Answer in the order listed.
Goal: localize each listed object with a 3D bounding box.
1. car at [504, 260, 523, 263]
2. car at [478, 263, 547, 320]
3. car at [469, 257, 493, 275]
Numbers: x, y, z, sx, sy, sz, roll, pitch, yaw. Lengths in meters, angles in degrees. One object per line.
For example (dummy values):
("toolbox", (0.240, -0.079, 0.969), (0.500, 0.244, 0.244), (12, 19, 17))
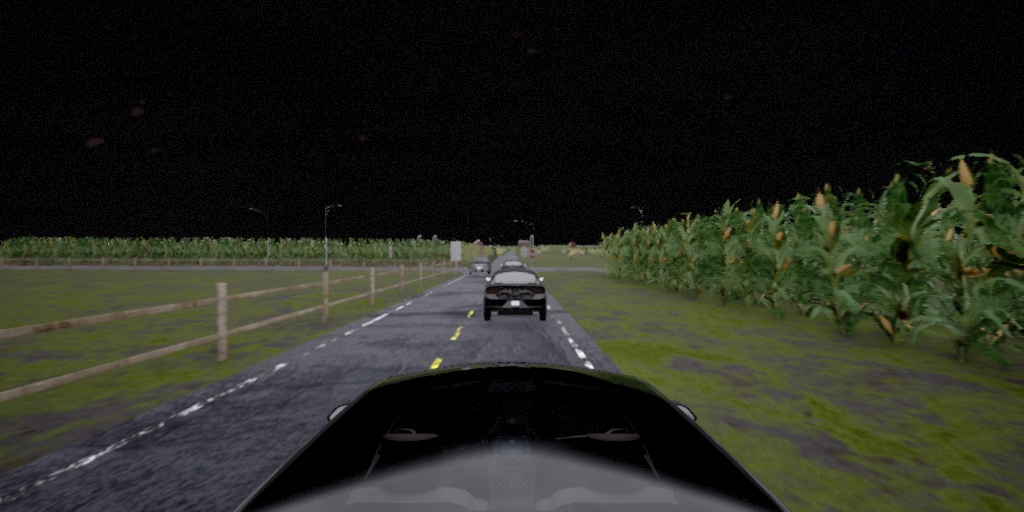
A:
("car", (0.093, 1.017, 28.028), (1.882, 1.535, 5.008), (0, 0, 0))
("car", (0.097, 1.147, 12.306), (1.882, 1.535, 5.008), (0, 0, 0))
("car", (-2.761, 0.832, 32.478), (2.128, 1.511, 4.902), (0, 1, 0))
